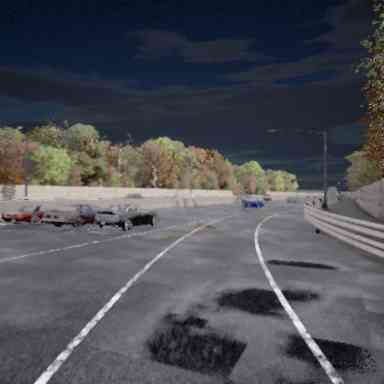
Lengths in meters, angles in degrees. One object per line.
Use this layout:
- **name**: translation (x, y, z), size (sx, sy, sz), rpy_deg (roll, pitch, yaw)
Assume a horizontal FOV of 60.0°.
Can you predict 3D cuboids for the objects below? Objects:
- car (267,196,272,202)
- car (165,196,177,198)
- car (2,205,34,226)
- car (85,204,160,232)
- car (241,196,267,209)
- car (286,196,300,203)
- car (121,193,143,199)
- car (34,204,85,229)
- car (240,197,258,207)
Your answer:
- **car**: translation (19.265, 1.779, 85.391), size (1.882, 1.535, 5.008), rpy_deg (0, 0, 25)
- **car**: translation (-5.459, 1.647, 82.186), size (1.882, 1.535, 5.008), rpy_deg (0, 0, 25)
- **car**: translation (-10.191, 1.524, 22.742), size (1.895, 1.301, 4.718), rpy_deg (0, 0, 25)
- **car**: translation (-3.727, 1.464, 19.995), size (2.128, 1.511, 4.902), rpy_deg (1, 0, 25)
- **car**: translation (8.646, 1.580, 46.426), size (1.882, 1.535, 5.008), rpy_deg (0, 0, 25)
- **car**: translation (23.962, 1.851, 78.936), size (1.994, 1.385, 4.181), rpy_deg (0, 0, 25)
- **car**: translation (-12.219, 1.309, 67.834), size (2.150, 2.045, 5.566), rpy_deg (0, 0, 25)
- **car**: translation (-6.976, 1.480, 21.349), size (2.033, 1.411, 5.357), rpy_deg (0, 0, 25)
- **car**: translation (9.809, 1.657, 57.110), size (1.837, 1.490, 4.892), rpy_deg (0, 0, 25)
